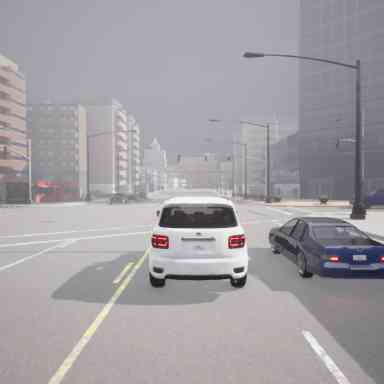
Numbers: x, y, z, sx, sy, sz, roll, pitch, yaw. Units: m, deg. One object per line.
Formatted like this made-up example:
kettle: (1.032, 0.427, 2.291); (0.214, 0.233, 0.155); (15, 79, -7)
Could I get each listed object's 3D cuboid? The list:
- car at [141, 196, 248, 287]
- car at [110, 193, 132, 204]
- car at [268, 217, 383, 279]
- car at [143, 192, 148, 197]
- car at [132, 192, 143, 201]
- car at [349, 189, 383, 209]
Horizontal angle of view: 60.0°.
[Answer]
car: (0.147, 1.128, 9.213); (2.150, 2.045, 5.566); (0, 1, 0)
car: (-10.283, 0.877, 47.076); (1.837, 1.490, 4.892); (0, 1, 1)
car: (3.663, 1.441, 9.755); (2.033, 1.411, 5.357); (0, 1, 0)
car: (-10.106, 0.736, 67.163); (1.882, 1.535, 5.008); (0, 0, 1)
car: (-10.216, 0.867, 57.076); (1.994, 1.385, 4.181); (0, 0, 0)
car: (19.164, 0.670, 34.005); (5.566, 2.045, 2.150); (0, 1, 1)
